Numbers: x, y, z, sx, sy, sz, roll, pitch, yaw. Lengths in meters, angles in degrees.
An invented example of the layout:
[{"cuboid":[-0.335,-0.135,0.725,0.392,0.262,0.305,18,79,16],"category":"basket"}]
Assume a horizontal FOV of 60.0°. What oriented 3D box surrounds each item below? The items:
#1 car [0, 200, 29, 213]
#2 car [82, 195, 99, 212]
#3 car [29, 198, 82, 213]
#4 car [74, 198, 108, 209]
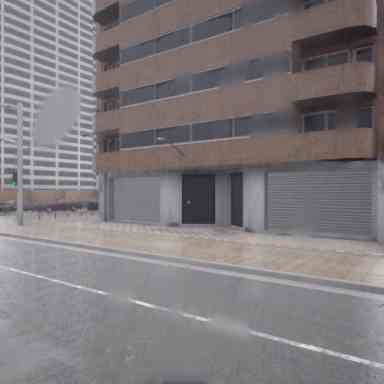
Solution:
[{"cuboid":[-19.519,1.547,37.400,2.033,1.411,5.357,0,0,35],"category":"car"},{"cuboid":[-9.808,1.477,38.794,1.882,1.535,5.008,0,0,35],"category":"car"},{"cuboid":[-15.148,1.477,37.560,1.882,1.535,5.008,0,0,35],"category":"car"},{"cuboid":[-13.825,1.564,45.600,1.994,1.385,4.181,0,0,35],"category":"car"}]
